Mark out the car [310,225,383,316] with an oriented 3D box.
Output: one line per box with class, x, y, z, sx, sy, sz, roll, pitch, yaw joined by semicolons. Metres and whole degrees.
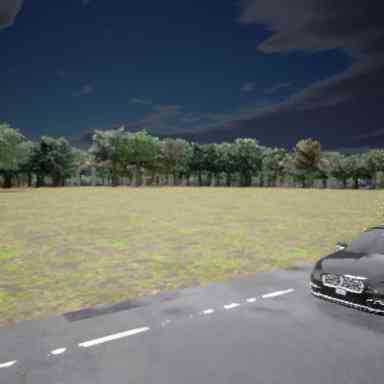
car;4.593;1.506;7.268;4.892;1.490;1.837;0;0;-35
